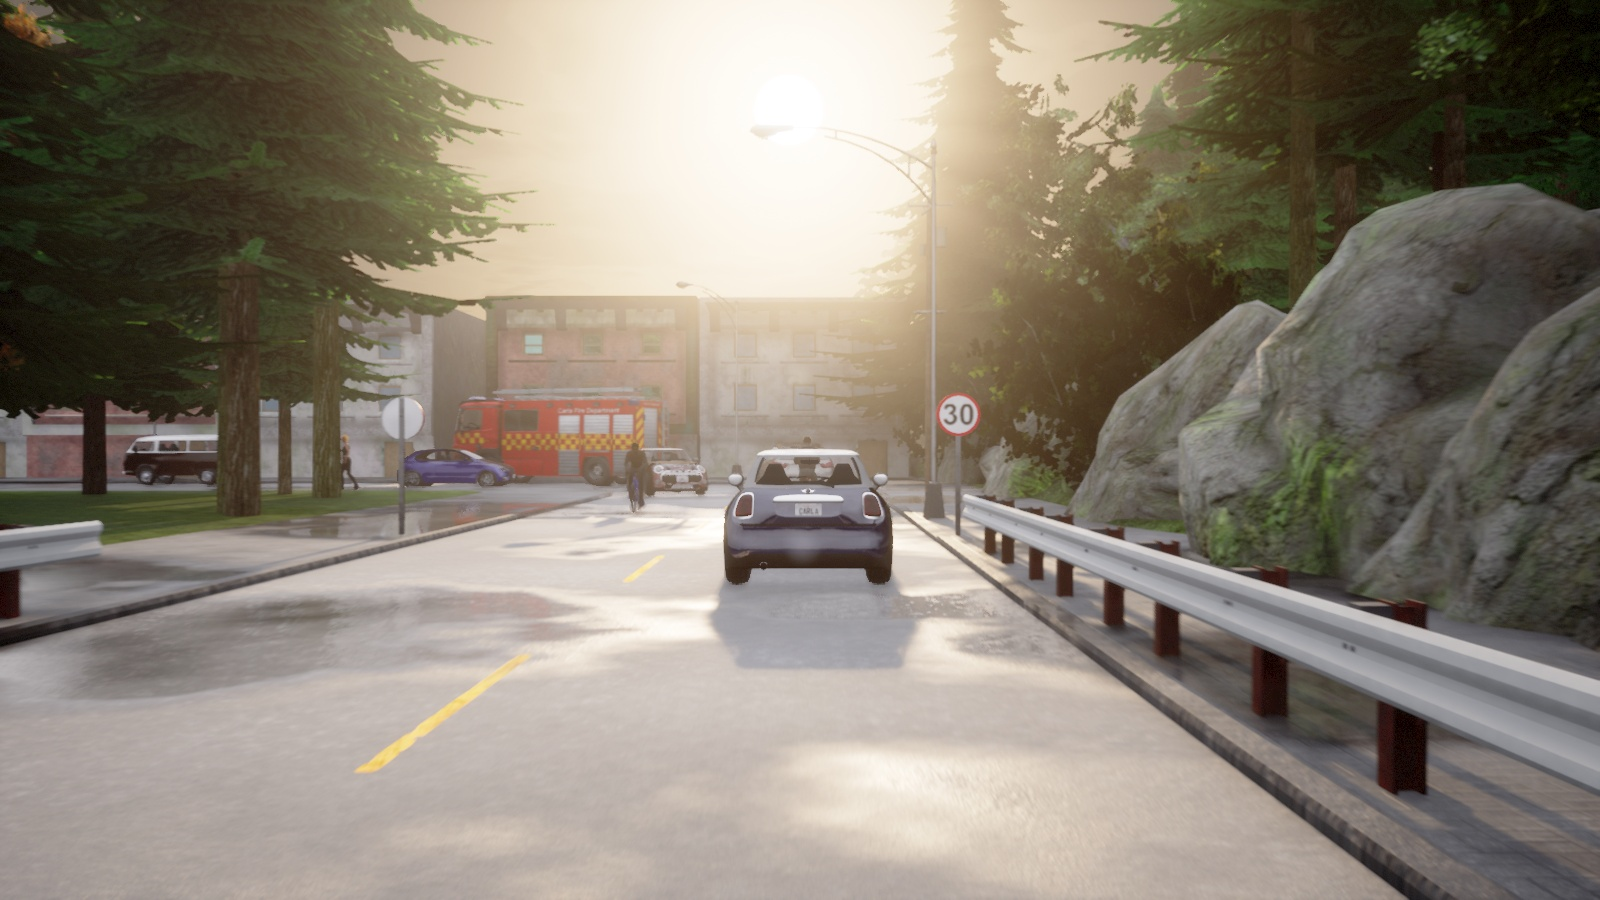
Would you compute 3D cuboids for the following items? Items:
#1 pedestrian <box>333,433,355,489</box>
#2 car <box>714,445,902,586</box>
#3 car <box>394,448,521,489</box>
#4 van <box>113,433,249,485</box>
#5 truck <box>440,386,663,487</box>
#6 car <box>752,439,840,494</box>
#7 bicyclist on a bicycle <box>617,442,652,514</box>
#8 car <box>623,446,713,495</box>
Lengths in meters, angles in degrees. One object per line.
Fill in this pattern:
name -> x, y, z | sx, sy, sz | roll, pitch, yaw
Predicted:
pedestrian -> -14.947, 0.360, 41.132 | 0.594, 1.836, 0.345 | 0, 0, 1
car -> 0.096, 0.682, 15.100 | 1.970, 1.475, 3.806 | 0, 0, 0
car -> -12.603, 0.655, 46.415 | 4.193, 1.474, 1.816 | 0, 0, 1
van -> -24.874, 0.346, 50.560 | 4.480, 2.038, 2.069 | 0, 0, 1
truck -> -9.966, -0.529, 50.311 | 8.468, 3.827, 2.891 | 0, 0, 19
car -> -0.211, 0.508, 40.829 | 2.242, 1.667, 4.611 | 0, 0, -8
bicyclist on a bicycle -> -3.845, 0.637, 29.226 | 0.582, 1.620, 1.656 | 0, 0, 0
car -> -4.250, 0.627, 39.902 | 1.970, 1.475, 3.806 | 0, 0, -20
